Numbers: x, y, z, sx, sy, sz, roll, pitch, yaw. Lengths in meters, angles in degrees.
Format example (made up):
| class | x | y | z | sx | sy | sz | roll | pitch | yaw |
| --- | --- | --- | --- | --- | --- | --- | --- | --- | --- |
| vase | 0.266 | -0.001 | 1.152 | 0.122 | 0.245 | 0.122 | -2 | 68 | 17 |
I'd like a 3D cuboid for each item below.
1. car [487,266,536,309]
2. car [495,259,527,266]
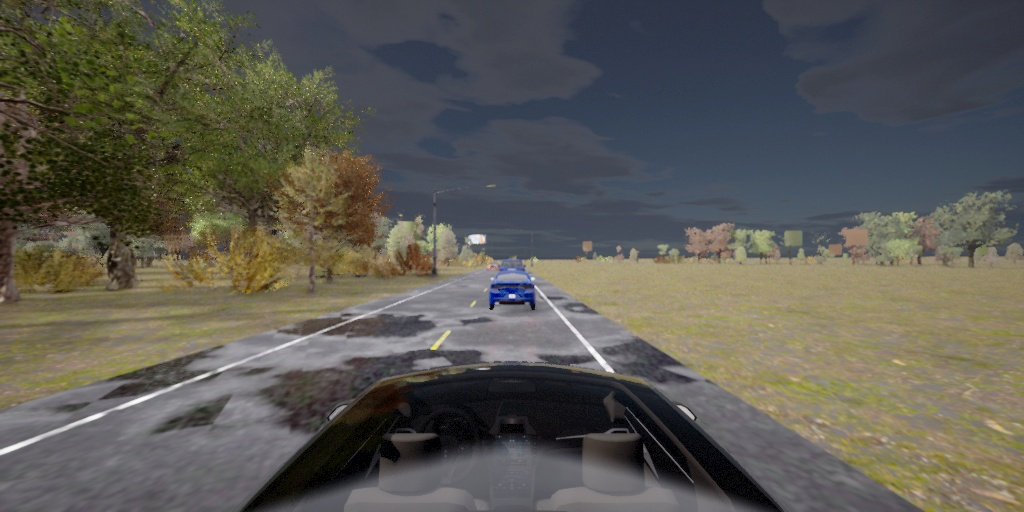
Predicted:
| class | x | y | z | sx | sy | sz | roll | pitch | yaw |
| --- | --- | --- | --- | --- | --- | --- | --- | --- | --- |
| car | 0.030 | 1.387 | 16.061 | 1.882 | 1.535 | 5.008 | 0 | 0 | 1 |
| car | 0.008 | 1.284 | 29.391 | 2.150 | 2.045 | 5.566 | 0 | 0 | 0 |
